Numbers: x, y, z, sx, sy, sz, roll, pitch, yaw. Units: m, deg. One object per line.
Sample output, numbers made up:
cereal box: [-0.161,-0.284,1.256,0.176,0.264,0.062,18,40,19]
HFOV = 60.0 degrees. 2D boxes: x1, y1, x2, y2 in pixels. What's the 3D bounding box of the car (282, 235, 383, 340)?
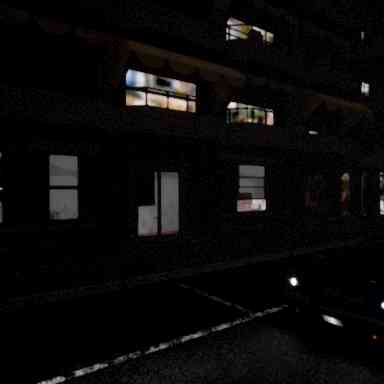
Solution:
car: [3.826,1.526,6.107,4.718,1.301,1.895,-1,0,-35]
